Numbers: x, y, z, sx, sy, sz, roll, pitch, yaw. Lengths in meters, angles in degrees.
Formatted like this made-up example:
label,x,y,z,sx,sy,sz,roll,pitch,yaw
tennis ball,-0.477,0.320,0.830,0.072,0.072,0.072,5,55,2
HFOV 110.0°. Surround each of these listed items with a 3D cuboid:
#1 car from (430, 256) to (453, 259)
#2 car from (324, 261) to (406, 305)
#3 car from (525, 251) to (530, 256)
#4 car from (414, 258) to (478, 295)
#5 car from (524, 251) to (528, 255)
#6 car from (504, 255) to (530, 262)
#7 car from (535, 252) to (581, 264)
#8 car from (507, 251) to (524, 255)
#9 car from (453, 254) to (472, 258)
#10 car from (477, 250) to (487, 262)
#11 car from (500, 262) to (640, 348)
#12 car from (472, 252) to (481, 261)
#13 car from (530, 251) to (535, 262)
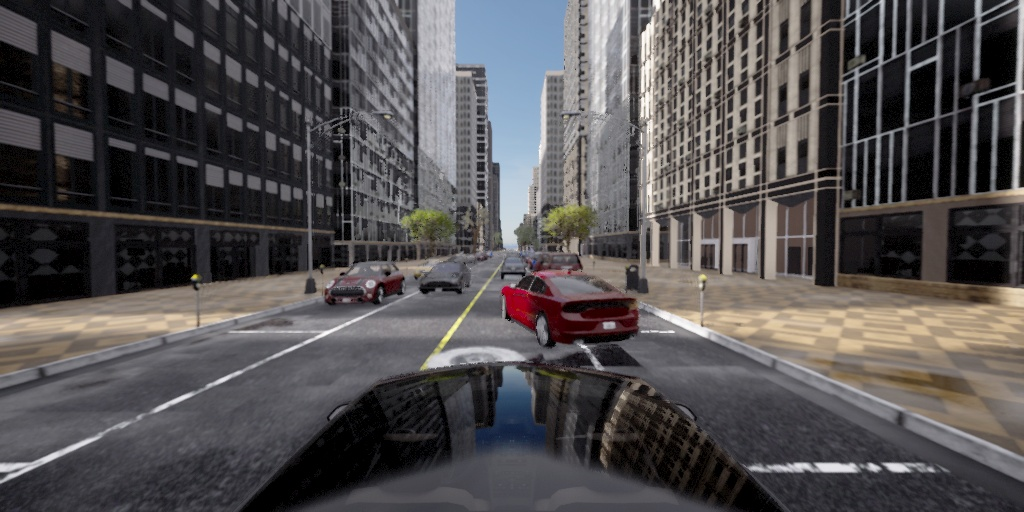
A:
label,x,y,z,sx,sy,sz,roll,pitch,yaw
car,-5.677,0.845,25.510,1.751,1.417,4.829,0,0,0
car,-5.684,0.964,14.314,1.967,1.591,4.097,0,0,0
car,2.710,0.554,37.040,1.967,1.591,4.097,0,0,0
car,-3.089,1.010,17.731,2.033,1.411,5.357,0,1,0
car,2.716,0.348,48.406,1.967,1.591,4.097,0,0,0
car,0.102,0.851,26.573,2.033,1.411,5.357,0,1,0
car,2.700,0.736,19.992,2.192,1.841,5.009,0,0,0
car,0.108,0.337,44.084,2.097,1.767,4.553,0,1,0
car,-5.671,0.680,37.045,1.948,1.339,4.313,0,0,0
car,-5.657,0.142,59.776,1.967,1.591,4.097,0,0,0
car,1.107,1.096,9.045,1.882,1.535,5.008,-1,1,-17
car,-5.664,0.459,48.411,2.007,1.370,4.403,0,0,0
car,2.703,0.634,25.675,2.192,1.841,5.009,0,0,0
